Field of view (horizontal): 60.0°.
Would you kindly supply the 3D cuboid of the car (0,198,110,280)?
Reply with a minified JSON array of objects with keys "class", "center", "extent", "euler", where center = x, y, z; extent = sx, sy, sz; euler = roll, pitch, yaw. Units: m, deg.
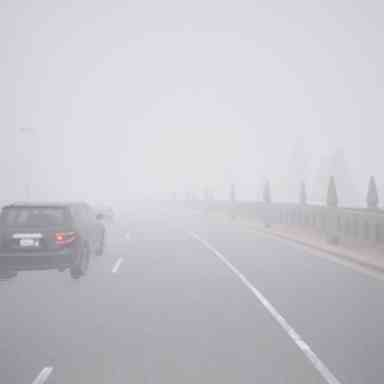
[{"class":"car","center":[-4.136,1.282,10.430],"extent":[2.150,2.045,5.566],"euler":[0,0,-6]}]

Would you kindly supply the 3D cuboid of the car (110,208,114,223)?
[{"class":"car","center":[-7.401,1.758,27.037],"extent":[1.895,1.301,4.718],"euler":[0,0,-16]}]

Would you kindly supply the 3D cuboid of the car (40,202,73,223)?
[{"class":"car","center":[-11.478,1.685,28.391],"extent":[2.128,1.511,4.902],"euler":[0,0,-17]}]
